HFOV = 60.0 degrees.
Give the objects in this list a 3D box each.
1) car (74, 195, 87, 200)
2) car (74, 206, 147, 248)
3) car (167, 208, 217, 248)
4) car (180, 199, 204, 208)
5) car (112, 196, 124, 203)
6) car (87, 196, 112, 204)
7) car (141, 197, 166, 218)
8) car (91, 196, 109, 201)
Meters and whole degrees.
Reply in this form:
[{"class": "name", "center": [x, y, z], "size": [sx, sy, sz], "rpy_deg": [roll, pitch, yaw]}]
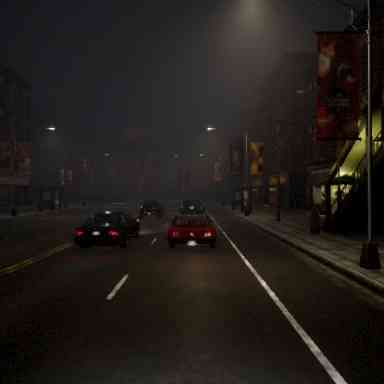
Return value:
[{"class": "car", "center": [-29.255, 1.517, 88.656], "size": [4.674, 1.452, 2.002], "rpy_deg": [0, 0, 20]}, {"class": "car", "center": [-3.500, 1.560, 14.650], "size": [2.033, 1.411, 5.357], "rpy_deg": [0, 0, 0]}, {"class": "car", "center": [0.000, 1.613, 14.680], "size": [1.895, 1.301, 4.718], "rpy_deg": [0, 0, 0]}, {"class": "car", "center": [0.000, 1.364, 29.620], "size": [2.097, 1.767, 4.553], "rpy_deg": [0, 0, 0]}, {"class": "car", "center": [-15.382, 1.522, 67.479], "size": [1.994, 1.385, 4.181], "rpy_deg": [0, 0, -39]}, {"class": "car", "center": [-18.153, 1.507, 65.288], "size": [1.882, 1.535, 5.008], "rpy_deg": [0, 0, -40]}, {"class": "car", "center": [-3.500, 1.514, 29.650], "size": [1.837, 1.490, 4.892], "rpy_deg": [0, 0, 0]}, {"class": "car", "center": [-23.952, 1.592, 86.485], "size": [4.718, 1.301, 1.895], "rpy_deg": [0, 0, 30]}]
